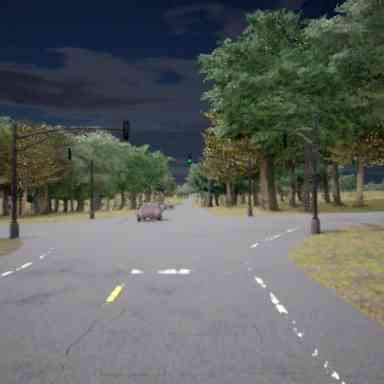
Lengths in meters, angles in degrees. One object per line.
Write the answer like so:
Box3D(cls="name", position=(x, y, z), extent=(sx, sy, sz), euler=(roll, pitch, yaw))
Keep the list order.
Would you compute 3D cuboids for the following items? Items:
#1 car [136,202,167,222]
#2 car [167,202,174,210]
Box3D(cls="car", position=(-3.721, 1.667, 29.951), extent=(2.097, 1.767, 4.553), euler=(-1, -1, -1))
Box3D(cls="car", position=(-4.443, 2.687, 63.522), extent=(2.033, 1.411, 5.357), euler=(0, -1, -1))
